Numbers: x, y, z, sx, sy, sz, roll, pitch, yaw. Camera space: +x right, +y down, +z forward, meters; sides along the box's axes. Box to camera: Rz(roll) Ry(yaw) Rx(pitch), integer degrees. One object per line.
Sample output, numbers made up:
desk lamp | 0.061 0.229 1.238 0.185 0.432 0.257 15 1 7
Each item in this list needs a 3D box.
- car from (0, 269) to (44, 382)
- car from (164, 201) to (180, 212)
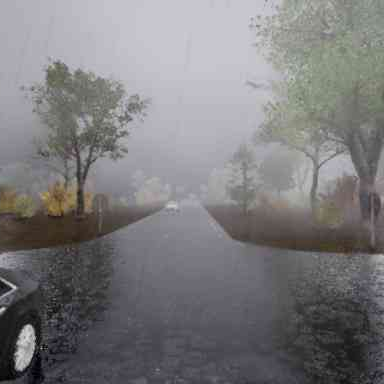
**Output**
car | -2.982 1.544 2.751 1.837 1.490 4.892 0 0 0
car | -2.783 2.049 46.992 1.812 1.442 4.674 0 0 0
